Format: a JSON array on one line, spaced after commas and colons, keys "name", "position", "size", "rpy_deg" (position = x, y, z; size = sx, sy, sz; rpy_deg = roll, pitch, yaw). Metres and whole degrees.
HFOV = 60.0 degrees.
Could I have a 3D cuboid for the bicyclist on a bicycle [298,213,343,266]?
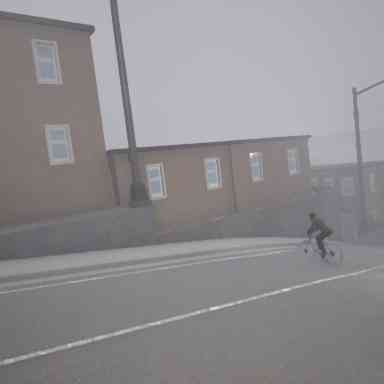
[{"name": "bicyclist on a bicycle", "position": [4.053, 1.491, 10.691], "size": [0.582, 1.620, 1.656], "rpy_deg": [0, -2, -34]}]
